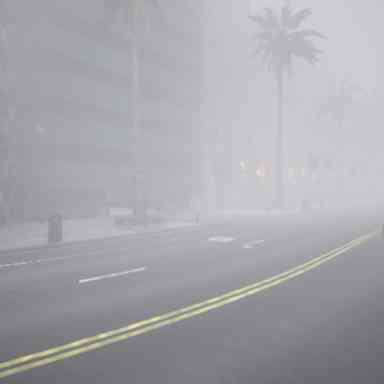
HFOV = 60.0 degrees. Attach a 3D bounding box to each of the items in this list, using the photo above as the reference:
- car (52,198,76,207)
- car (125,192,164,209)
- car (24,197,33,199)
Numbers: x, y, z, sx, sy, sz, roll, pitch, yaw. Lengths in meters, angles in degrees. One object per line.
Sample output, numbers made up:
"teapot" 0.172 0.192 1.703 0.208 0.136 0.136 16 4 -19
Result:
"car" -20.469 1.646 51.851 1.895 1.301 4.718 -1 0 39
"car" -5.635 1.057 40.774 2.435 2.045 5.566 -1 0 39
"car" -29.181 1.686 59.522 2.161 1.482 4.786 -1 0 39
